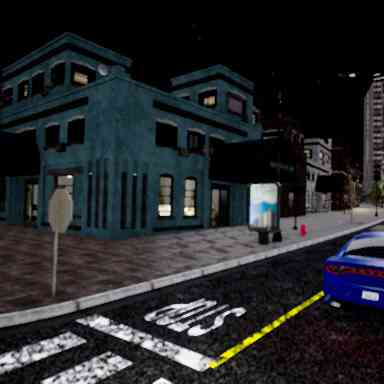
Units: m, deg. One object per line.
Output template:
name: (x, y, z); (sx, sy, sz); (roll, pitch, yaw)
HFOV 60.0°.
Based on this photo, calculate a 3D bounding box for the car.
car: (4.527, 1.639, 7.457); (1.882, 1.535, 5.008); (0, -2, 39)
